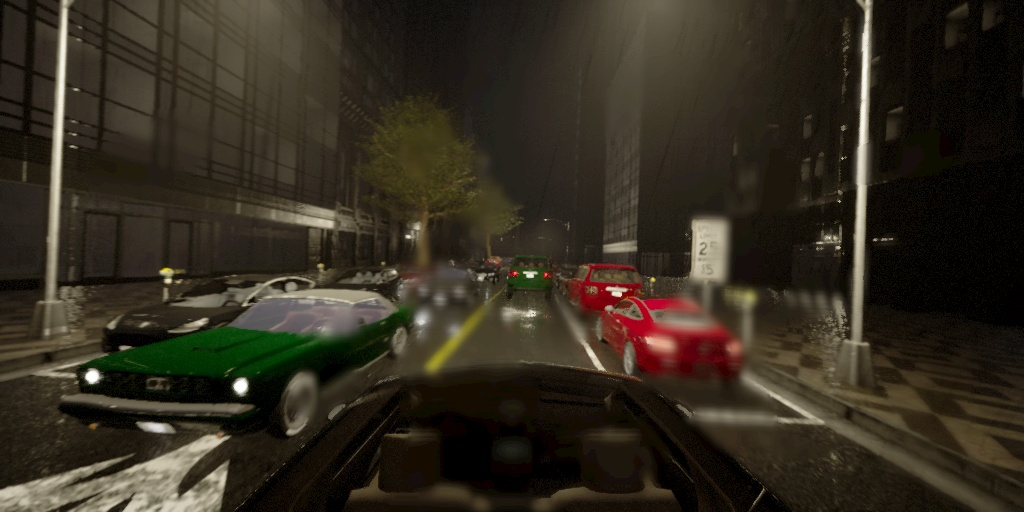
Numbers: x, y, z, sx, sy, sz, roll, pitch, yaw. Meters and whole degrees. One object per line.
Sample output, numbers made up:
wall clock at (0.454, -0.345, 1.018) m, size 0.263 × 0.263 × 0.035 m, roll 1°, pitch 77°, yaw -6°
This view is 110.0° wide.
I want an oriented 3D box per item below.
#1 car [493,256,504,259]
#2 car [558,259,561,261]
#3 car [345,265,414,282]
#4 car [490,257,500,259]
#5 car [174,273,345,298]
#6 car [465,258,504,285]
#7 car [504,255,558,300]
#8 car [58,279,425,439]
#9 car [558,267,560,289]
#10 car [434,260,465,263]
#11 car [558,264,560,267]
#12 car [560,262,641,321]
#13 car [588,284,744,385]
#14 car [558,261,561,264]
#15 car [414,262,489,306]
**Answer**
car at (-2.878, 0.993, 58.304) m, size 2.192 × 1.841 × 5.009 m, roll 0°, pitch 0°, yaw 3°
car at (4.689, 1.269, 40.932) m, size 2.192 × 1.841 × 5.009 m, roll 0°, pitch 0°, yaw 3°
car at (-5.380, 1.098, 13.259) m, size 1.948 × 1.339 × 4.313 m, roll 0°, pitch 0°, yaw 3°
car at (-3.191, 1.202, 52.673) m, size 1.888 × 1.381 × 4.507 m, roll 0°, pitch 0°, yaw 3°
car at (-5.693, 1.087, 7.628) m, size 1.948 × 1.339 × 4.313 m, roll 0°, pitch 0°, yaw 3°
car at (-1.874, 1.167, 25.923) m, size 2.128 × 1.511 × 4.902 m, roll 2°, pitch 0°, yaw 3°
car at (0.944, 1.004, 18.607) m, size 2.150 × 2.045 × 5.566 m, roll 2°, pitch 0°, yaw 3°
car at (-3.032, 1.228, 5.400) m, size 1.895 × 1.301 × 4.718 m, roll 2°, pitch 0°, yaw 3°
car at (3.438, 1.451, 18.412) m, size 1.948 × 1.339 × 4.313 m, roll 0°, pitch 0°, yaw 3°
car at (-4.755, 1.000, 24.519) m, size 1.967 × 1.591 × 4.097 m, roll 0°, pitch 0°, yaw 3°
car at (3.751, 1.466, 24.041) m, size 1.948 × 1.339 × 4.313 m, roll 0°, pitch 0°, yaw 3°
car at (3.125, 1.186, 12.783) m, size 2.192 × 1.841 × 5.009 m, roll 0°, pitch 0°, yaw 3°
car at (2.812, 1.443, 7.152) m, size 1.802 × 1.307 × 4.207 m, roll 0°, pitch 0°, yaw 3°
car at (4.376, 1.480, 35.301) m, size 1.888 × 1.381 × 4.507 m, roll 0°, pitch 0°, yaw 3°
car at (-2.465, 1.196, 15.637) m, size 2.033 × 1.411 × 5.357 m, roll 2°, pitch 0°, yaw 3°
